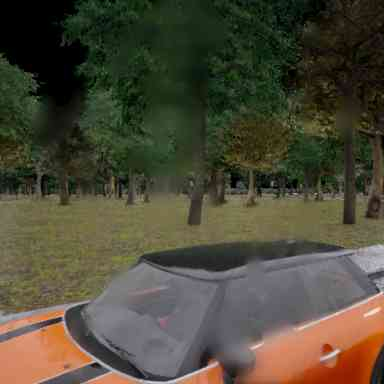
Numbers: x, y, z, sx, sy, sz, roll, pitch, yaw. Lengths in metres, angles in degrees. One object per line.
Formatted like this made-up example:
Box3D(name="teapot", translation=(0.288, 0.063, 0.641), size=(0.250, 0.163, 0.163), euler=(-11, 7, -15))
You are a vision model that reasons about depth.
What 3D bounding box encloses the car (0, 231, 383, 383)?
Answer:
Box3D(name="car", translation=(0.068, 1.352, 3.117), size=(4.553, 1.767, 2.097), euler=(0, 0, -35))
